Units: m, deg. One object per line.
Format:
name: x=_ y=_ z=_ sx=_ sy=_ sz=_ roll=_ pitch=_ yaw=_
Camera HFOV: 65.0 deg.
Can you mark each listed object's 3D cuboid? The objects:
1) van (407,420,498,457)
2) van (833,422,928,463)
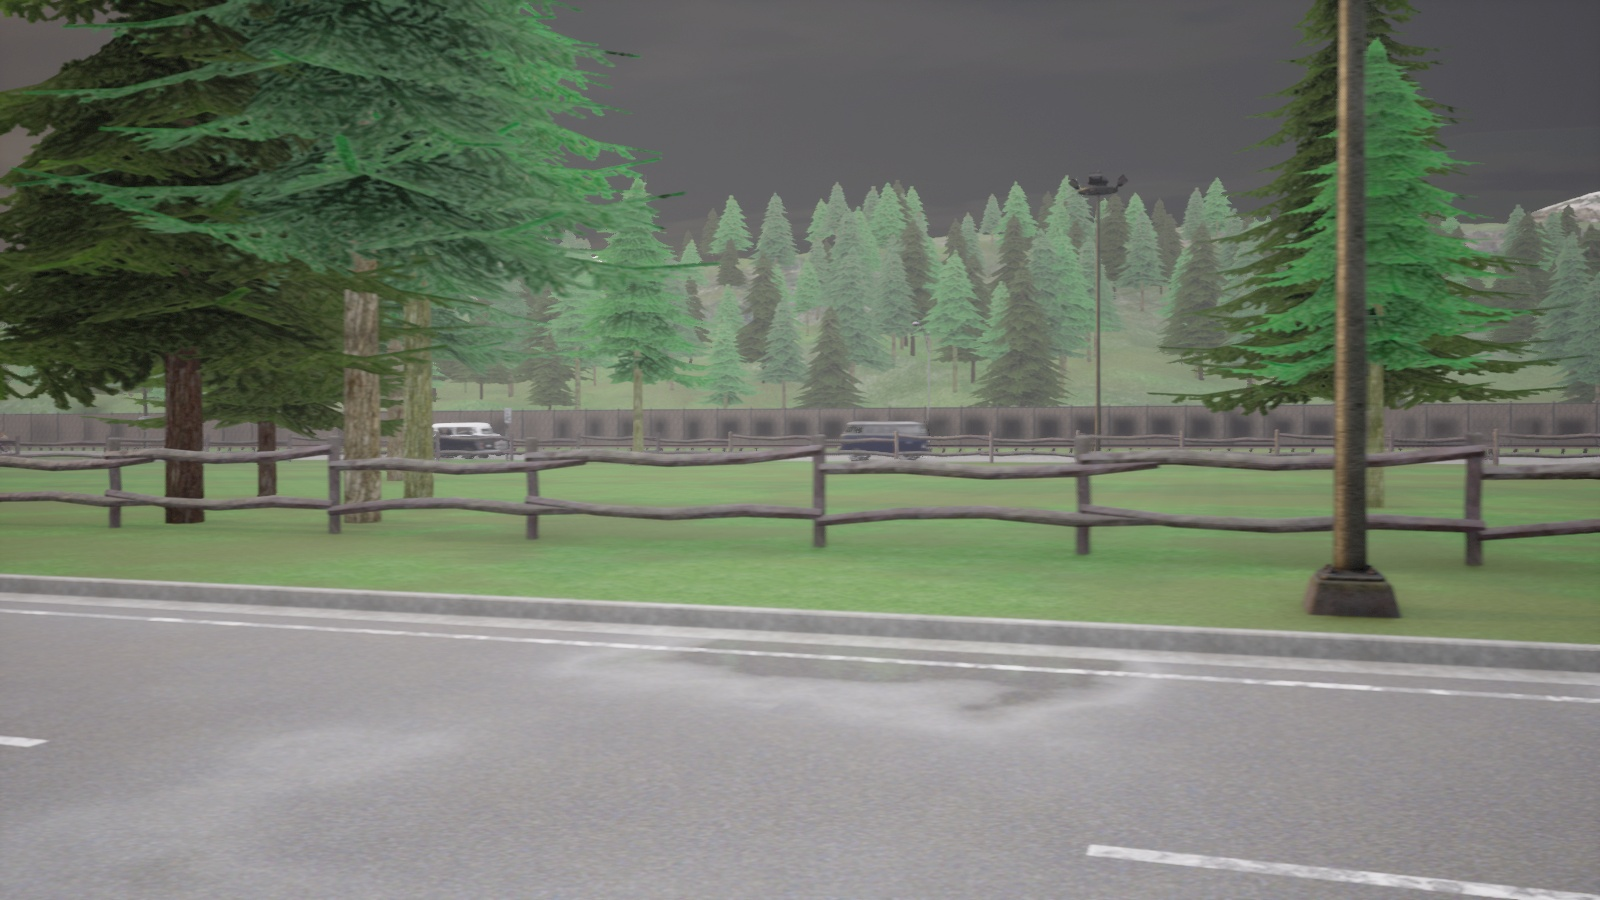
van: x=-19.430 y=-0.648 z=70.282 sx=4.480 sy=2.038 sz=2.069 roll=1 pitch=1 yaw=18
van: x=4.011 y=-0.405 z=62.479 sx=4.442 sy=1.987 sz=1.775 roll=1 pitch=1 yaw=18
